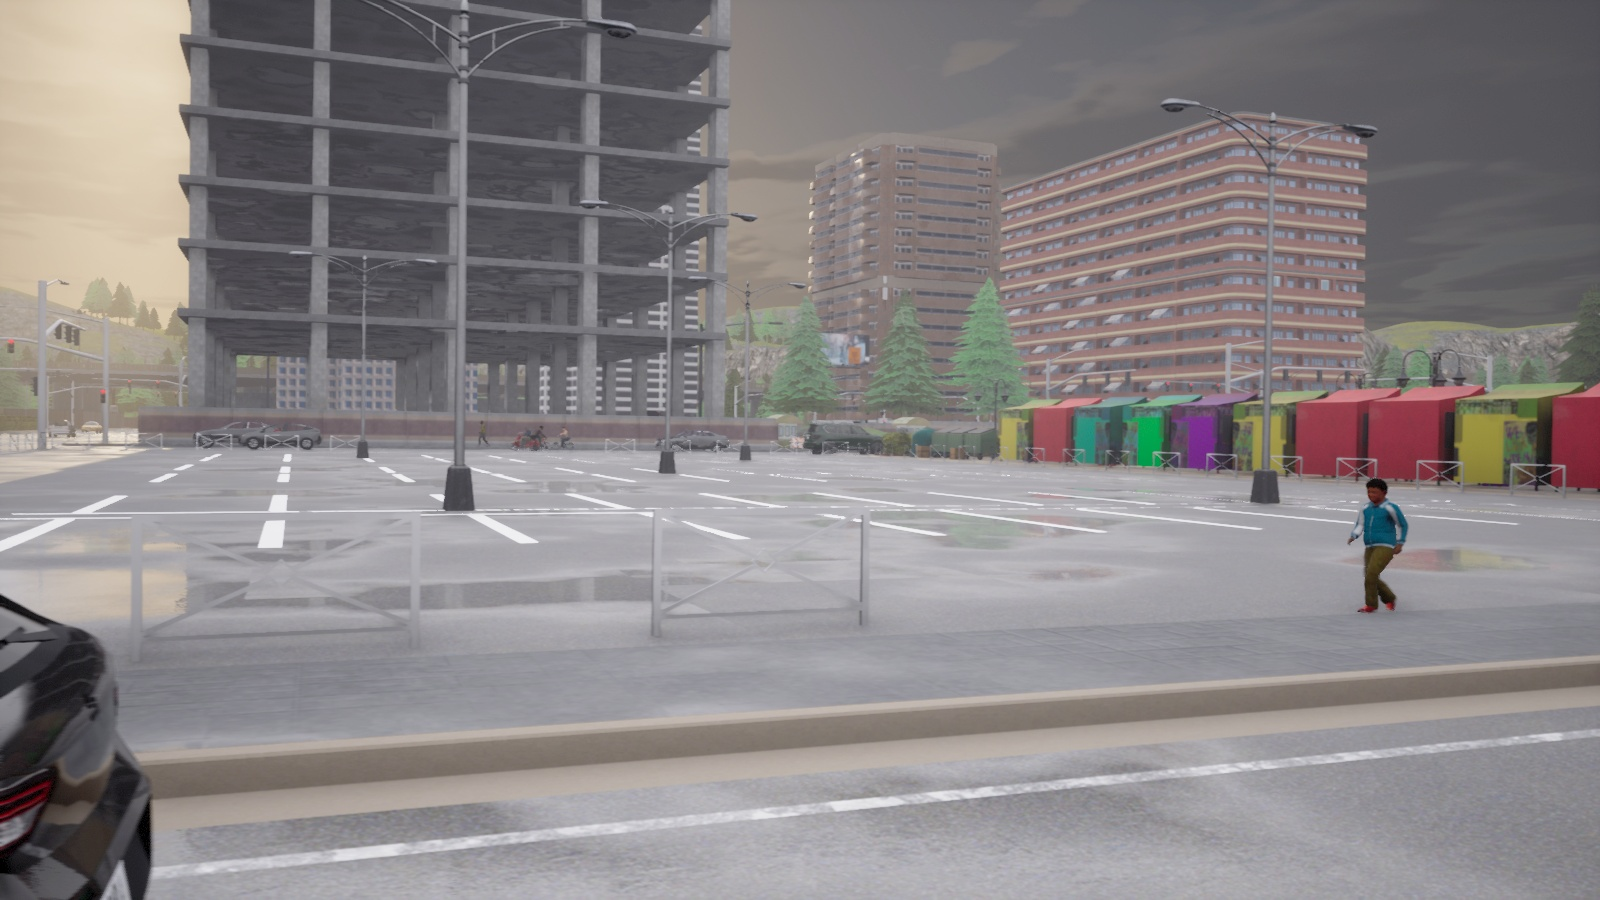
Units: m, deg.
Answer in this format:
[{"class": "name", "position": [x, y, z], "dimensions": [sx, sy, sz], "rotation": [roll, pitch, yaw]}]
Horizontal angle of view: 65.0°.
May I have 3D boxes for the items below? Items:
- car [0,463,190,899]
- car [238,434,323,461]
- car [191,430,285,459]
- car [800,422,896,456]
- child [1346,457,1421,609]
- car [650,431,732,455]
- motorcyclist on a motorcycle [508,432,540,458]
[{"class": "car", "position": [-3.363, 0.808, 1.955], "dimensions": [4.193, 1.474, 1.816], "rotation": [-1, 1, -21]}, {"class": "car", "position": [-30.024, -0.174, 72.647], "dimensions": [4.514, 1.525, 2.007], "rotation": [-1, 1, -22]}, {"class": "car", "position": [-33.485, -0.355, 75.010], "dimensions": [5.027, 1.651, 2.152], "rotation": [-1, 1, -22]}, {"class": "car", "position": [3.004, -0.696, 78.606], "dimensions": [5.566, 2.045, 2.150], "rotation": [-1, 1, -22]}, {"class": "child", "position": [4.753, 0.662, 10.230], "dimensions": [0.448, 1.192, 0.343], "rotation": [-1, 1, -24]}, {"class": "car", "position": [-7.141, -0.444, 82.018], "dimensions": [4.902, 1.511, 2.128], "rotation": [-1, 1, -22]}, {"class": "motorcyclist on a motorcycle", "position": [-17.112, -0.325, 77.935], "dimensions": [1.817, 1.590, 0.866], "rotation": [-1, 1, -22]}]
